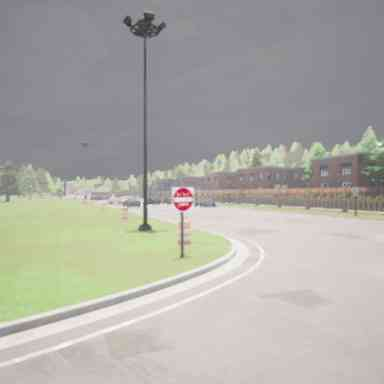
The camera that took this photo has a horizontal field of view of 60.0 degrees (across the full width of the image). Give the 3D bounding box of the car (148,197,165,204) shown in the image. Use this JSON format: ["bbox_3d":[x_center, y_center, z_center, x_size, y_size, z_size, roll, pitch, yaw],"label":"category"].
[{"bbox_3d":[-7.535,1.647,65.667,2.128,1.511,4.902,0,0,-22],"label":"car"}]

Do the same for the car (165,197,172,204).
[{"bbox_3d":[-4.364,1.698,67.129,2.033,1.411,5.357,0,0,-22],"label":"car"}]

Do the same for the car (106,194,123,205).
[{"bbox_3d":[-14.691,1.393,64.710,2.150,2.045,5.566,0,0,-22],"label":"car"}]

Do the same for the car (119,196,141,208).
[{"bbox_3d":[-9.186,1.676,50.932,2.033,1.411,5.357,0,0,-23],"label":"car"}]

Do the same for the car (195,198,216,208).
[{"bbox_3d":[2.015,1.664,51.199,1.994,1.385,4.181,0,0,-22],"label":"car"}]
